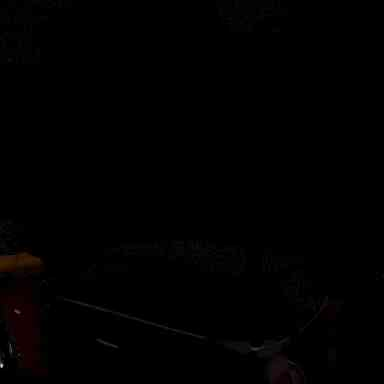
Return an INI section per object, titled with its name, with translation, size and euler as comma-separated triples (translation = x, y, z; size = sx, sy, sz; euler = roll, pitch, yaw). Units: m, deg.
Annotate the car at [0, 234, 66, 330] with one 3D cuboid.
[car]
translation = -5.263, 1.466, 7.286
size = 5.366, 1.575, 1.946
euler = 0, 0, 35
